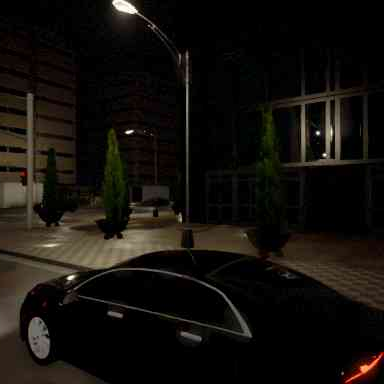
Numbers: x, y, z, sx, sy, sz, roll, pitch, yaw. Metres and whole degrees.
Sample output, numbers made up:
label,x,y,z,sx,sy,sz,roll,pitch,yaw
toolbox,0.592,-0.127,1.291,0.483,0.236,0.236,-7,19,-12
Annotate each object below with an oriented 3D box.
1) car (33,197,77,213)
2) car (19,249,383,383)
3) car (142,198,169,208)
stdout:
label,x,y,z,sx,sy,sz,roll,pitch,yaw
car,-15.057,1.408,36.589,2.097,1.767,4.553,0,0,35
car,-0.267,1.505,4.183,4.892,1.490,1.837,0,0,36
car,-5.441,1.581,50.185,1.812,1.442,4.674,0,0,35
